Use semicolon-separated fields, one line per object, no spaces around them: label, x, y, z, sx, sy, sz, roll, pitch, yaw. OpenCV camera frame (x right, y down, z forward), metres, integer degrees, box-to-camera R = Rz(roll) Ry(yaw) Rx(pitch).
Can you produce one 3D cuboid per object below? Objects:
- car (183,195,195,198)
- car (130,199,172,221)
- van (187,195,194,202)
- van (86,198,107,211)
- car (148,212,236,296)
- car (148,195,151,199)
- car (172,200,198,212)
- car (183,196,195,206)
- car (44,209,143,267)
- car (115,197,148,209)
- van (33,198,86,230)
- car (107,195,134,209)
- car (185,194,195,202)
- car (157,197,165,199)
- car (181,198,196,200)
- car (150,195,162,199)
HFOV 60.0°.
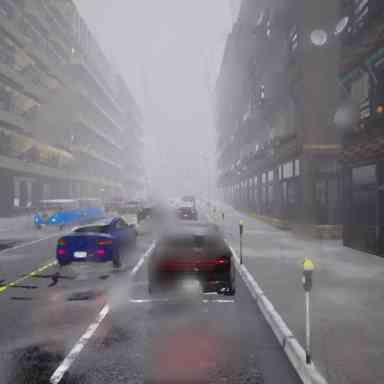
car;-0.427;1.490;37.286;1.967;1.590;4.097;1;0;0
car;-2.941;1.513;25.047;2.128;1.511;4.902;0;-1;0
van;-0.471;1.575;87.068;1.690;1.788;3.998;1;0;0
van;-8.313;1.368;26.285;1.690;1.788;3.998;1;0;0
car;0.000;1.509;8.653;1.837;1.490;4.892;0;0;0
car;-8.319;1.660;53.938;1.947;1.339;4.313;1;0;0
car;-0.437;1.572;26.224;1.887;1.381;4.507;1;0;0
car;-0.471;1.553;59.411;1.967;1.590;4.097;1;0;0
car;-3.019;1.533;11.302;1.812;1.442;4.674;0;0;0
car;-5.861;1.517;32.764;1.882;1.535;5.008;0;0;0
van;-8.312;1.359;20.753;1.690;1.788;3.998;2;0;0
car;-8.312;1.365;37.346;2.192;1.841;5.009;1;0;0
car;-0.470;1.521;81.536;2.192;1.841;5.009;1;0;0
car;-2.941;1.657;40.021;1.895;1.301;4.718;0;0;0
car;-0.437;1.582;31.754;1.887;1.381;4.507;1;0;0
car;-8.315;1.471;70.528;2.192;1.841;5.009;1;0;0
